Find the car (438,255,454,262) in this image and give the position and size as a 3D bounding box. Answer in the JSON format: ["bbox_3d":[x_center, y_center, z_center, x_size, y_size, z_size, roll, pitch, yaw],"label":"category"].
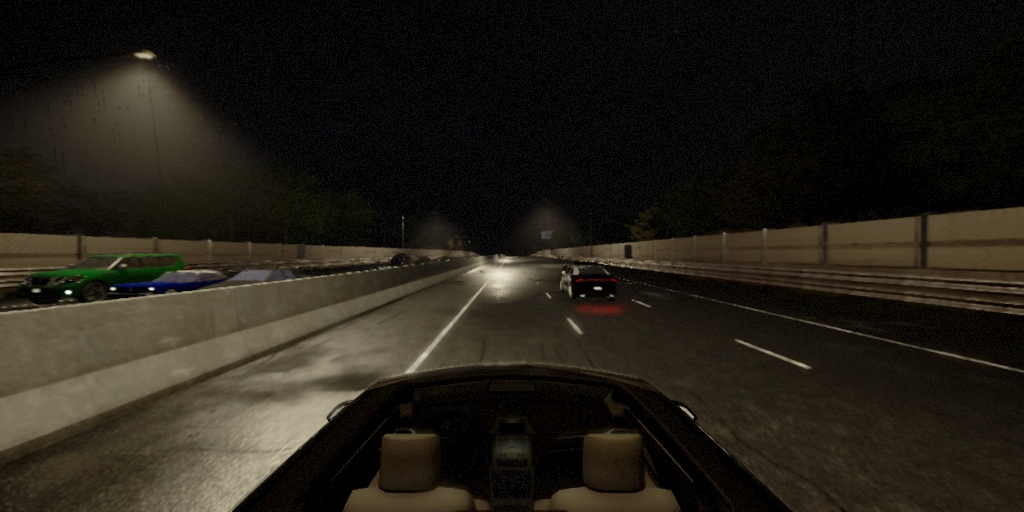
[{"bbox_3d":[-10.483,0.696,57.392,2.097,1.767,4.553,0,0,1],"label":"car"}]

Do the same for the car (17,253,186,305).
[{"bbox_3d":[-17.578,0.903,16.012,2.150,2.045,5.566,0,0,0],"label":"car"}]

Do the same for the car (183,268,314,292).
[{"bbox_3d":[-10.588,1.230,15.421,2.033,1.411,5.357,0,0,0],"label":"car"}]

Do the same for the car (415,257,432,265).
[{"bbox_3d":[-13.983,0.868,57.214,1.812,1.442,4.674,0,1,1],"label":"car"}]

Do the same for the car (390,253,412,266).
[{"bbox_3d":[-17.484,0.593,56.861,2.150,2.045,5.566,0,1,1],"label":"car"}]

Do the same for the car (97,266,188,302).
[{"bbox_3d":[-14.085,1.285,15.441,1.895,1.301,4.718,0,0,0],"label":"car"}]

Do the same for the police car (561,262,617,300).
[{"bbox_3d":[3.510,1.104,17.227,1.930,1.638,5.238,0,0,0],"label":"police car"}]
